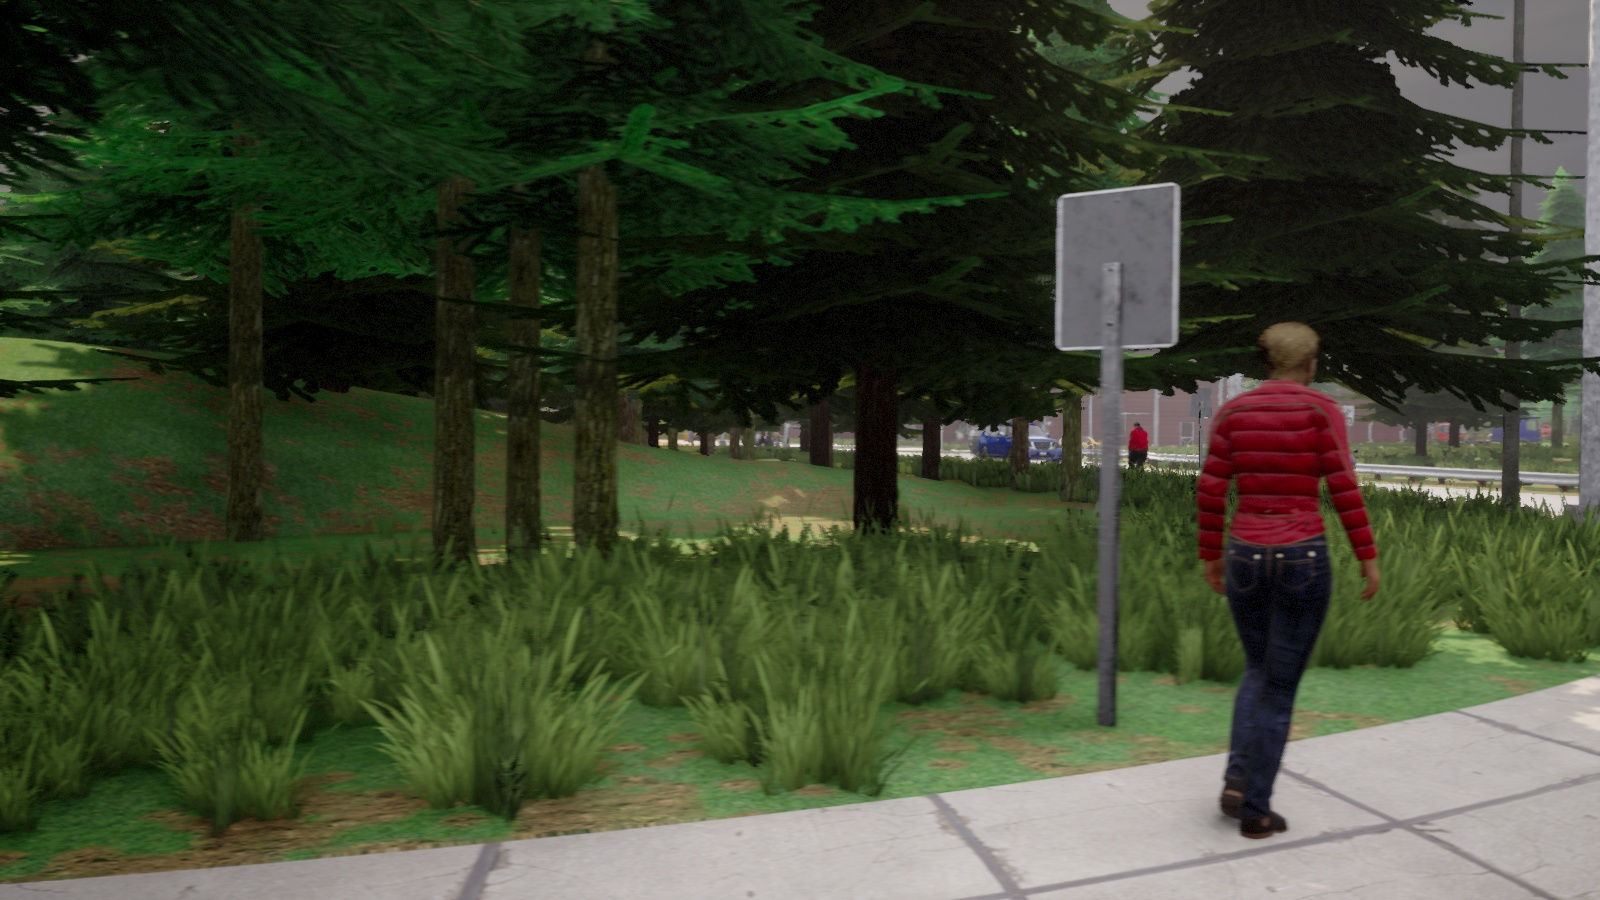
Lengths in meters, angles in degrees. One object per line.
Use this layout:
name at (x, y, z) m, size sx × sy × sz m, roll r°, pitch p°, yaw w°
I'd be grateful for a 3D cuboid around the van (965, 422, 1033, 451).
van at (14.057, -0.934, 88.854) m, size 4.442 × 1.987 × 1.775 m, roll 0°, pitch 1°, yaw -8°

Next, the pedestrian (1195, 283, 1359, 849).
pedestrian at (1.694, 0.374, 4.434) m, size 0.331 × 1.846 × 0.636 m, roll 0°, pitch 1°, yaw 41°

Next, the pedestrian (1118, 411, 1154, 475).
pedestrian at (9.834, -0.208, 36.777) m, size 0.634 × 1.844 × 0.899 m, roll -1°, pitch 1°, yaw -16°

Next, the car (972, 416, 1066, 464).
car at (9.865, -0.460, 57.099) m, size 2.150 × 2.045 × 5.566 m, roll -1°, pitch 1°, yaw -13°

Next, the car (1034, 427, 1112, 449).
car at (20.374, -0.889, 93.789) m, size 5.366 × 1.575 × 1.801 m, roll -1°, pitch 1°, yaw -13°
